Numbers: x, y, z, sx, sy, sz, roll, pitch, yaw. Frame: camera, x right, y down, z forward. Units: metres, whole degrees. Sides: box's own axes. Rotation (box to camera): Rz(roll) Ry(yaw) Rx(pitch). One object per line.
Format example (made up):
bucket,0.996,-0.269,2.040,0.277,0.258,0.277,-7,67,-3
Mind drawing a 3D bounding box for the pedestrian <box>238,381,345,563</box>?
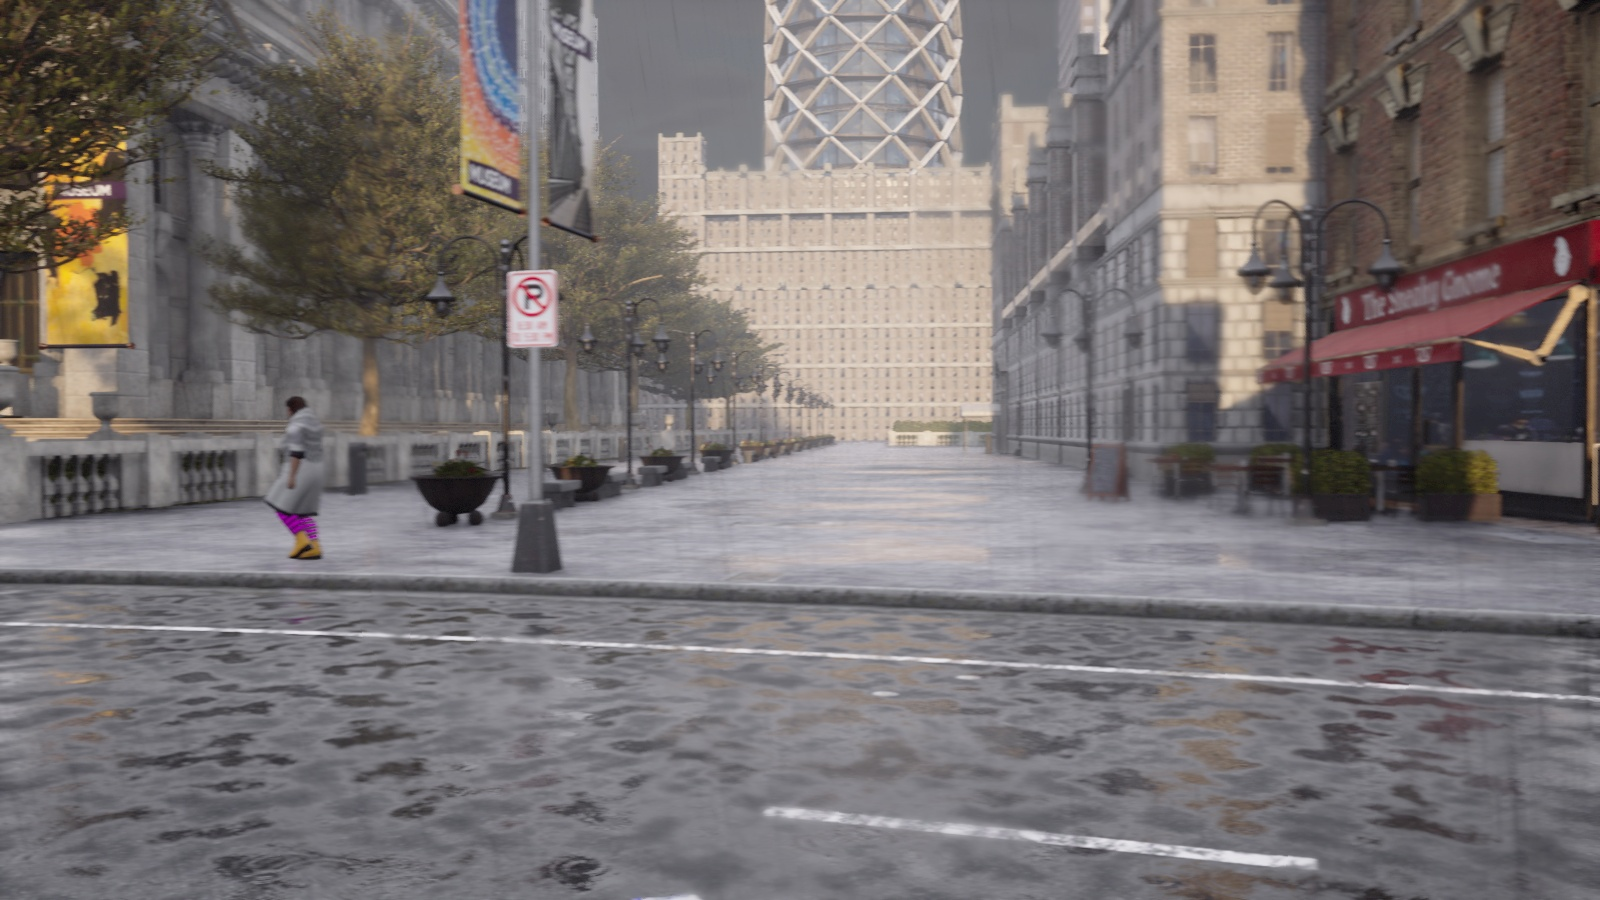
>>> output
pedestrian,-5.599,0.230,13.850,0.873,1.952,0.659,0,1,7
